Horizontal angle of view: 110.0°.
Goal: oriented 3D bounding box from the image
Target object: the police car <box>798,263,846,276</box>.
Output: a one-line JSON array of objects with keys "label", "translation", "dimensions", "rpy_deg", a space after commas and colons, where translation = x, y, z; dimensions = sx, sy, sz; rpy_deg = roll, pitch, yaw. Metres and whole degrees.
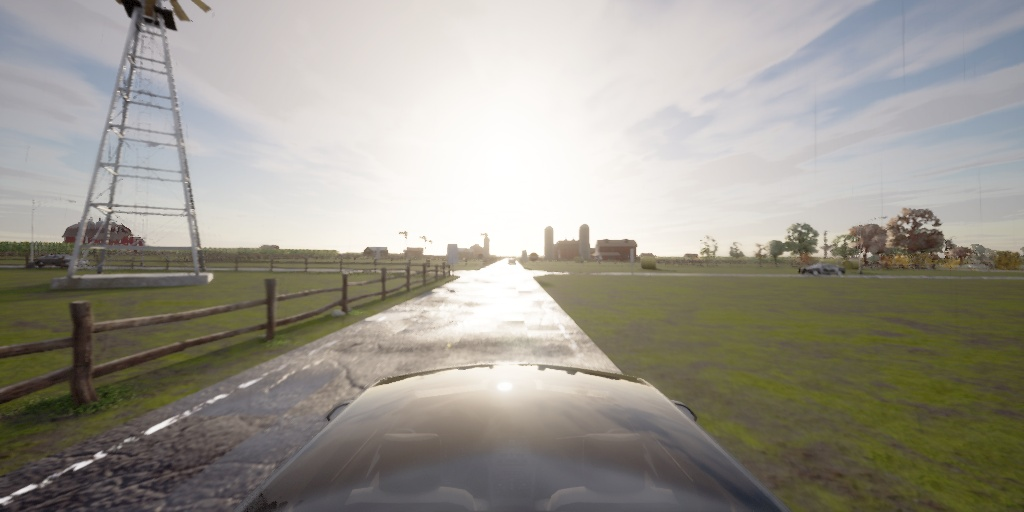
[{"label": "police car", "translation": [39.081, 1.669, 45.347], "dimensions": [5.238, 1.638, 1.930], "rpy_deg": [1, -1, -1]}]
